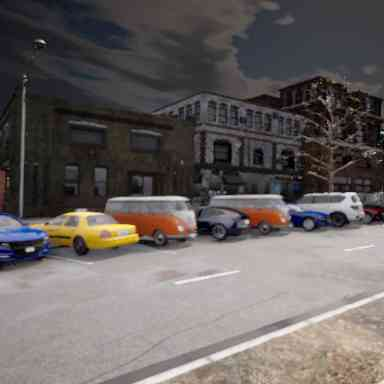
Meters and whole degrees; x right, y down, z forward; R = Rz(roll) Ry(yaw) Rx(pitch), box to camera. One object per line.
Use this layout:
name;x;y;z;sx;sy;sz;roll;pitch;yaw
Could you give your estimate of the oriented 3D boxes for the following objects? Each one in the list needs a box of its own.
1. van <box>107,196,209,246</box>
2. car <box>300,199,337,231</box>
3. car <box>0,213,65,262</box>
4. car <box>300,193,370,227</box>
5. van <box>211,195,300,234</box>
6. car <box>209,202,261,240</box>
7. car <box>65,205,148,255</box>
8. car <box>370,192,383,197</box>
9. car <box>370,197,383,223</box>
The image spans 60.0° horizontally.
van;-1.765;1.194;14.564;4.442;1.987;1.878;-1;-1;35
car;5.562;1.370;19.775;5.008;1.535;2.097;-1;-1;35
car;-6.801;1.455;11.177;5.008;1.535;2.097;-1;-1;35
car;8.007;1.102;21.496;5.566;2.045;2.435;-1;0;35
van;3.185;1.159;18.000;4.442;1.987;1.878;-1;-1;35
car;0.588;1.434;16.361;4.792;1.488;2.163;-1;0;35
car;-4.486;1.438;13.003;5.366;1.575;1.946;-1;0;35
car;12.950;1.067;24.913;5.566;2.045;2.435;-1;0;35
car;10.506;1.335;23.194;5.008;1.535;2.097;-1;-1;35
